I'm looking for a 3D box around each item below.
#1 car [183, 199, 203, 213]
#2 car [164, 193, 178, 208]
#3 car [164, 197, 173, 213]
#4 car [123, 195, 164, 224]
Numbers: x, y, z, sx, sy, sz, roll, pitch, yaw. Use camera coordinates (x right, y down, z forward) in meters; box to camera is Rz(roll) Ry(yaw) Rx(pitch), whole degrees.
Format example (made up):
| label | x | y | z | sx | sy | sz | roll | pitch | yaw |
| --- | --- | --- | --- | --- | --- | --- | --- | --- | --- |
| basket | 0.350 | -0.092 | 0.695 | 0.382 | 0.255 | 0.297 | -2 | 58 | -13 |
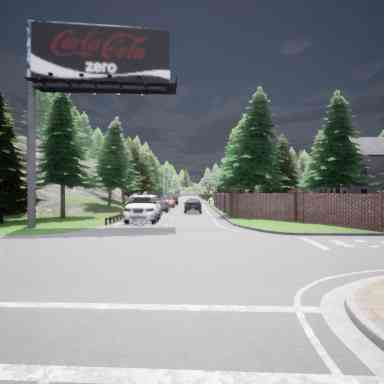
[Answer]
| label | x | y | z | sx | sy | sz | roll | pitch | yaw |
| --- | --- | --- | --- | --- | --- | --- | --- | --- | --- |
| car | 0.102 | 1.505 | 37.179 | 1.837 | 1.490 | 4.892 | 0 | 0 | 0 |
| car | -3.558 | 1.352 | 47.444 | 2.097 | 1.767 | 4.553 | 0 | 0 | 0 |
| car | -3.576 | 1.564 | 37.029 | 1.994 | 1.385 | 4.181 | 0 | 0 | 0 |
| car | -3.585 | 1.223 | 24.786 | 2.150 | 2.045 | 5.566 | 0 | 0 | 0 |
